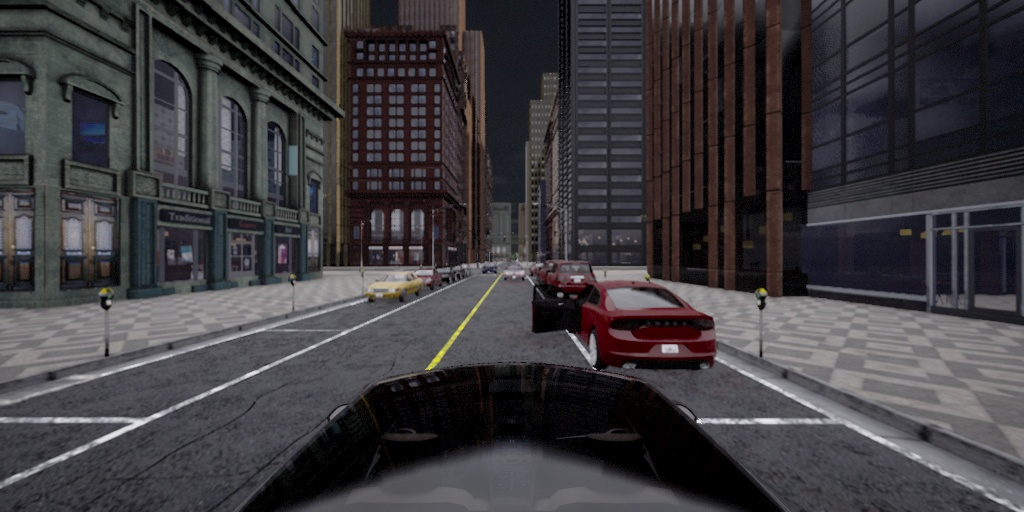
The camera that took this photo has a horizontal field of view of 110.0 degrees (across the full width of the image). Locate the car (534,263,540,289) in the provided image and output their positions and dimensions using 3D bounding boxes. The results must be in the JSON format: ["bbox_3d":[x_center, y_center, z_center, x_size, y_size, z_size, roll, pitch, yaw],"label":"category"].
[{"bbox_3d":[2.876,1.201,23.531,2.192,1.841,5.009,0,0,0],"label":"car"}]

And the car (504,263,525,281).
[{"bbox_3d":[0.220,1.554,33.065,1.895,1.301,4.718,0,0,1],"label":"car"}]

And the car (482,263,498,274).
[{"bbox_3d":[-2.784,1.593,46.131,2.033,1.411,5.357,0,0,1],"label":"car"}]

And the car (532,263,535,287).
[{"bbox_3d":[2.904,1.490,29.167,1.948,1.339,4.313,0,0,0],"label":"car"}]

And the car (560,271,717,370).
[{"bbox_3d":[2.396,1.264,7.884,1.882,1.535,5.008,0,0,0],"label":"car"}]

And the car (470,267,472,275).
[{"bbox_3d":[-5.565,1.558,40.480,2.007,1.370,4.403,0,0,0],"label":"car"}]

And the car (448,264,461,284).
[{"bbox_3d":[-5.621,1.496,29.207,1.948,1.339,4.313,0,0,0],"label":"car"}]

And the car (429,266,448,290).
[{"bbox_3d":[-5.649,1.475,23.571,1.802,1.307,4.207,0,0,0],"label":"car"}]

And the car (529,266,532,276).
[{"bbox_3d":[2.960,1.442,40.439,1.967,1.591,4.097,0,0,0],"label":"car"}]

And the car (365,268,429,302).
[{"bbox_3d":[-5.678,1.381,17.764,1.751,1.417,4.829,0,0,0],"label":"car"}]

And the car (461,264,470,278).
[{"bbox_3d":[-5.593,1.535,34.843,1.948,1.339,4.313,0,0,0],"label":"car"}]

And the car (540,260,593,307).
[{"bbox_3d":[2.848,1.164,17.895,2.192,1.841,5.009,0,0,0],"label":"car"}]
